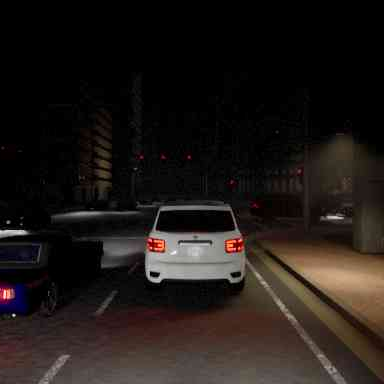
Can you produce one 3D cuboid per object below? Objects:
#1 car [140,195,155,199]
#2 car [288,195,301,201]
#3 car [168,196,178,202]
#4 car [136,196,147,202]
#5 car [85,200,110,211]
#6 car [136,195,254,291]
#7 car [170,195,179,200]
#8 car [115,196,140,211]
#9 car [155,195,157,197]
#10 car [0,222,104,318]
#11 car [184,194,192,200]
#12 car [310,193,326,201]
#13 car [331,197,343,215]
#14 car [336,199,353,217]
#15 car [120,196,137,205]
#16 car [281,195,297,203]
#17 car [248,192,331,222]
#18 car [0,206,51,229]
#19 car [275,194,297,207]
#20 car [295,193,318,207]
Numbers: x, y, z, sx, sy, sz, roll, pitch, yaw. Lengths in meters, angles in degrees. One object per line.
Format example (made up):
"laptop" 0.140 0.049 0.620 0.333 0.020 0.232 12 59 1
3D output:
"car" -7.921 1.477 56.916 1.882 1.535 5.008 0 0 0
"car" 24.596 1.395 79.670 1.970 1.475 3.806 0 0 0
"car" -4.428 1.550 77.684 1.994 1.385 4.181 0 0 0
"car" -11.418 1.594 75.369 1.895 1.301 4.718 0 0 0
"car" -11.357 1.601 40.033 1.895 1.301 4.718 0 0 0
"car" 0.096 1.221 9.126 2.150 2.045 5.566 0 0 1
"car" -4.462 1.378 85.837 1.994 1.385 4.181 0 0 0
"car" -7.857 1.477 39.968 1.882 1.535 5.008 0 0 0
"car" -7.897 1.500 70.428 1.837 1.490 4.892 0 0 0
"car" -3.417 1.601 7.376 1.895 1.301 4.718 0 0 1
"car" -0.962 1.303 85.852 1.882 1.535 5.008 0 0 0
"car" 30.174 1.153 79.723 1.932 1.855 4.605 0 0 0
"car" 12.305 1.505 32.918 4.892 1.490 1.837 0 0 0
"car" 15.459 1.564 29.382 4.181 1.385 1.994 0 0 1
"car" -11.427 1.547 60.036 2.033 1.411 5.357 0 0 0
"car" 18.839 1.395 64.564 1.970 1.475 3.806 0 0 0
"car" 7.353 1.221 25.757 5.566 2.045 2.150 0 0 3
"car" -10.671 1.564 21.264 1.994 1.385 4.181 0 0 -1
"car" 13.251 1.153 47.147 1.932 1.855 4.605 0 0 0
"car" 16.145 1.156 47.095 1.905 1.878 3.866 0 0 0
